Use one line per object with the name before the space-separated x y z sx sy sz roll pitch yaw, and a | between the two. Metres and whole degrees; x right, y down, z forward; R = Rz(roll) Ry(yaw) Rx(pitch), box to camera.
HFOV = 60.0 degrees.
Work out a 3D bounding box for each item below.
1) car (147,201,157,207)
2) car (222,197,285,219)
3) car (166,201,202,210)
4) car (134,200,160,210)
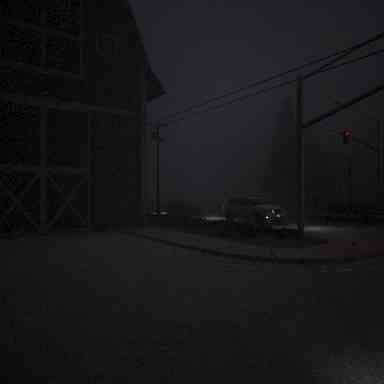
car | -6.290 1.786 42.597 1.837 1.490 4.892 0 0 -34
car | 4.737 1.400 26.509 2.150 2.045 5.566 0 0 -34
car | -0.903 1.708 34.735 1.882 1.535 5.008 0 0 -35
car | -6.719 1.922 49.571 1.895 1.301 4.718 0 0 -34
